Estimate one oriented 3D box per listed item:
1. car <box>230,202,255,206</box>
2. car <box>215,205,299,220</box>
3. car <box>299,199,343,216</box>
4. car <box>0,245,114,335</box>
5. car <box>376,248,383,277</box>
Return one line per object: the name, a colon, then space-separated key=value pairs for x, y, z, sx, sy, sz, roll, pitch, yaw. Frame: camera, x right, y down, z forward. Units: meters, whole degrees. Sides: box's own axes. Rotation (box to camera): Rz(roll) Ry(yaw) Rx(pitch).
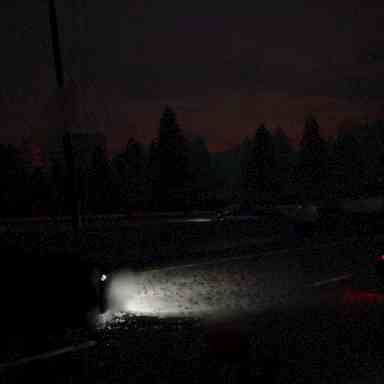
car: x=4.113 y=1.602 z=28.420 sx=4.674 sy=1.442 sz=1.812 roll=0 pitch=0 yaw=-35
car: x=3.870 y=1.657 z=19.644 sx=4.718 sy=1.301 sz=1.895 roll=0 pitch=0 yaw=-35
car: x=11.165 y=1.435 z=29.138 sx=4.553 sy=1.767 sz=2.097 roll=-1 pitch=0 yaw=-35
car: x=-3.473 y=1.565 z=5.567 sx=4.181 sy=1.385 sz=1.994 roll=0 pitch=0 yaw=-35
car: x=6.886 y=1.588 z=8.656 sx=5.357 sy=1.411 sz=2.033 roll=0 pitch=0 yaw=-35
